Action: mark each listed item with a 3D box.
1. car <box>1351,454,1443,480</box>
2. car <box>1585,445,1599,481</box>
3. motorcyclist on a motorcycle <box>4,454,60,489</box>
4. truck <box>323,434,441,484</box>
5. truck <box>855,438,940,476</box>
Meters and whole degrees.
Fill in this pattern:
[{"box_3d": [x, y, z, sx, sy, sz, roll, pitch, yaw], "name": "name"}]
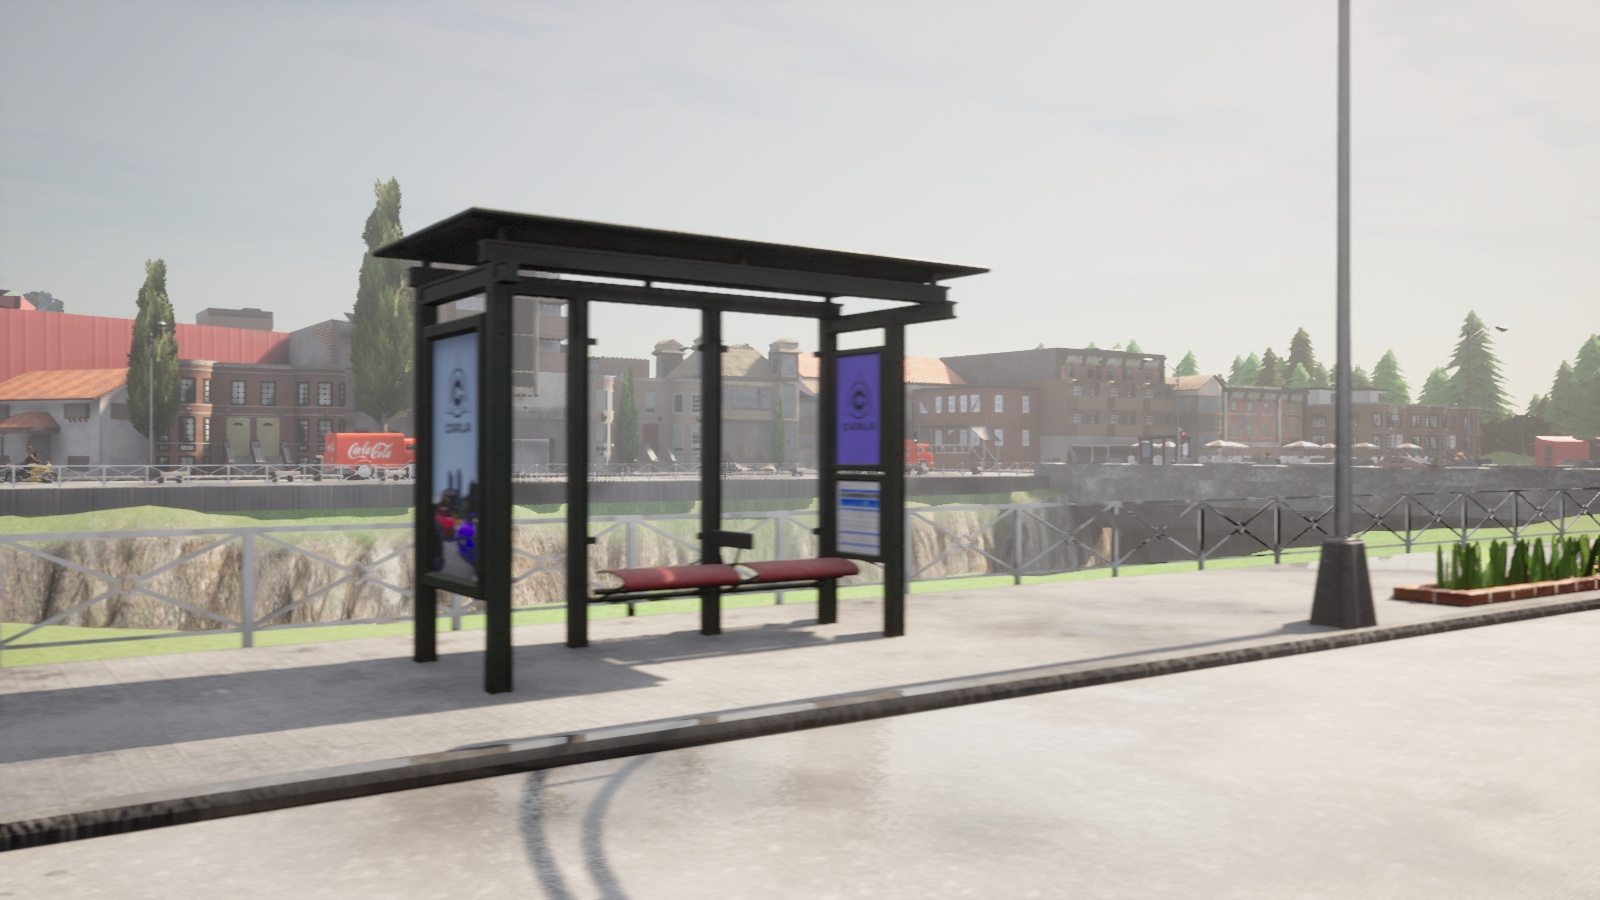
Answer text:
[{"box_3d": [33.354, 0.910, 70.215, 1.994, 1.385, 4.181, 0, 0, -36], "name": "car"}, {"box_3d": [38.307, 0.580, 56.095, 2.152, 1.651, 5.027, 0, 0, -35], "name": "car"}, {"box_3d": [-34.077, 0.936, 55.733, 2.044, 1.523, 0.797, 0, 0, -35], "name": "motorcyclist on a motorcycle"}, {"box_3d": [-21.455, 0.462, 64.526, 5.204, 2.467, 2.627, 0, 0, -35], "name": "truck"}, {"box_3d": [6.552, 0.451, 84.050, 5.204, 2.467, 2.627, 0, 0, -35], "name": "truck"}]
